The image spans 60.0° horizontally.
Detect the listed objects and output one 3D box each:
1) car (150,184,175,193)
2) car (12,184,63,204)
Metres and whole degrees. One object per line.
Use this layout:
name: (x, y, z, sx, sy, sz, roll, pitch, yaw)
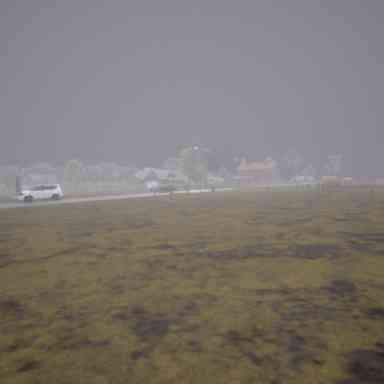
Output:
car: (-4.976, -0.599, 56.411, 1.837, 1.490, 4.892, 1, 3, 37)
car: (-17.940, 0.163, 38.872, 2.150, 2.045, 5.566, 1, 3, 36)
